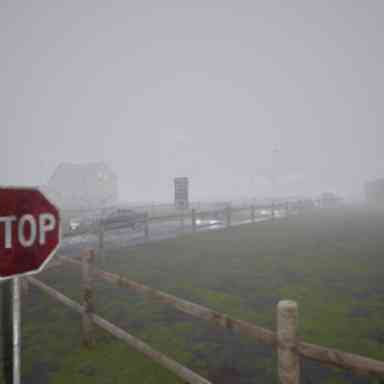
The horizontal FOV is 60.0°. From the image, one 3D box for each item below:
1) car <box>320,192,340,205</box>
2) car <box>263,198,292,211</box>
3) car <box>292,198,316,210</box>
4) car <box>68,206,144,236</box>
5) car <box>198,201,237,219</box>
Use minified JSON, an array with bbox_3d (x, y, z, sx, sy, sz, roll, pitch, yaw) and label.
[{"bbox_3d":[22.495,1.089,54.063,2.150,2.045,5.566,-1,0,34],"label":"car"},{"bbox_3d":[10.572,1.512,41.824,1.837,1.490,4.892,-1,-1,34],"label":"car"},{"bbox_3d":[13.992,1.488,41.660,2.033,1.411,5.357,-1,-1,35],"label":"car"},{"bbox_3d":[-4.828,1.613,19.362,2.128,1.511,4.902,-1,0,34],"label":"car"},{"bbox_3d":[2.360,1.576,29.881,1.837,1.490,4.892,-1,-1,34],"label":"car"}]
